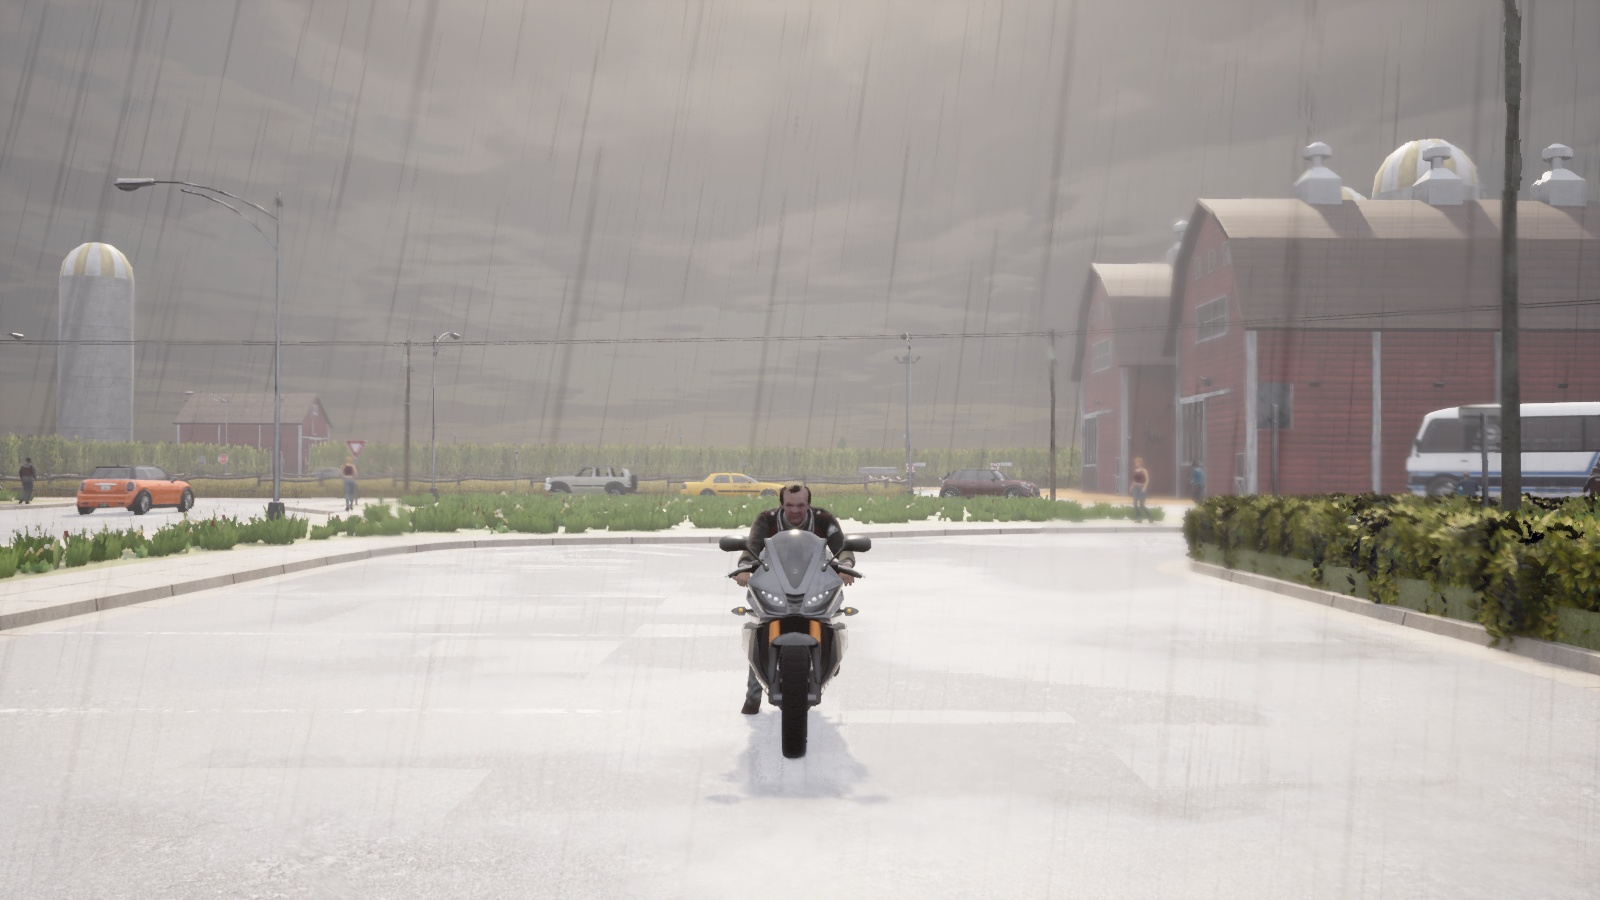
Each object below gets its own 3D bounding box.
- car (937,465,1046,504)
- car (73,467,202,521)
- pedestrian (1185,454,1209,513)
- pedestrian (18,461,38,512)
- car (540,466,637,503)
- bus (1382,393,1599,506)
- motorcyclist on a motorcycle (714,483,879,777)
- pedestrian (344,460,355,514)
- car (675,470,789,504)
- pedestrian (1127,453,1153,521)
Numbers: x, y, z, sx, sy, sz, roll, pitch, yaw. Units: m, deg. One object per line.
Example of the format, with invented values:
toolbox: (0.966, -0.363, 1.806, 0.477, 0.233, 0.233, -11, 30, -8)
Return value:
car: (8.877, 1.589, 58.289, 4.553, 1.767, 2.097, -1, -1, 26)
car: (-22.814, 1.492, 43.453, 2.097, 1.767, 4.553, 0, -1, -1)
pedestrian: (13.239, 1.118, 41.873, 0.692, 1.930, 0.396, 0, -1, 3)
pedestrian: (-29.850, 1.403, 48.578, 0.402, 1.930, 0.666, 0, -1, -7)
car: (-10.718, 1.744, 63.882, 4.605, 1.855, 1.932, 0, -1, 0)
bus: (29.210, 0.057, 50.068, 10.273, 4.253, 3.944, -1, -2, 36)
motorcyclist on a motorcycle: (-0.023, 0.979, 7.742, 0.866, 1.530, 2.191, 0, -1, 0)
pedestrian: (-15.278, 1.245, 42.617, 0.345, 1.836, 0.594, 0, -1, -21)
car: (-3.219, 1.778, 60.367, 5.366, 1.575, 1.801, 0, -1, 0)
pedestrian: (9.258, 1.006, 34.228, 0.594, 1.836, 0.345, 0, -1, -31)
